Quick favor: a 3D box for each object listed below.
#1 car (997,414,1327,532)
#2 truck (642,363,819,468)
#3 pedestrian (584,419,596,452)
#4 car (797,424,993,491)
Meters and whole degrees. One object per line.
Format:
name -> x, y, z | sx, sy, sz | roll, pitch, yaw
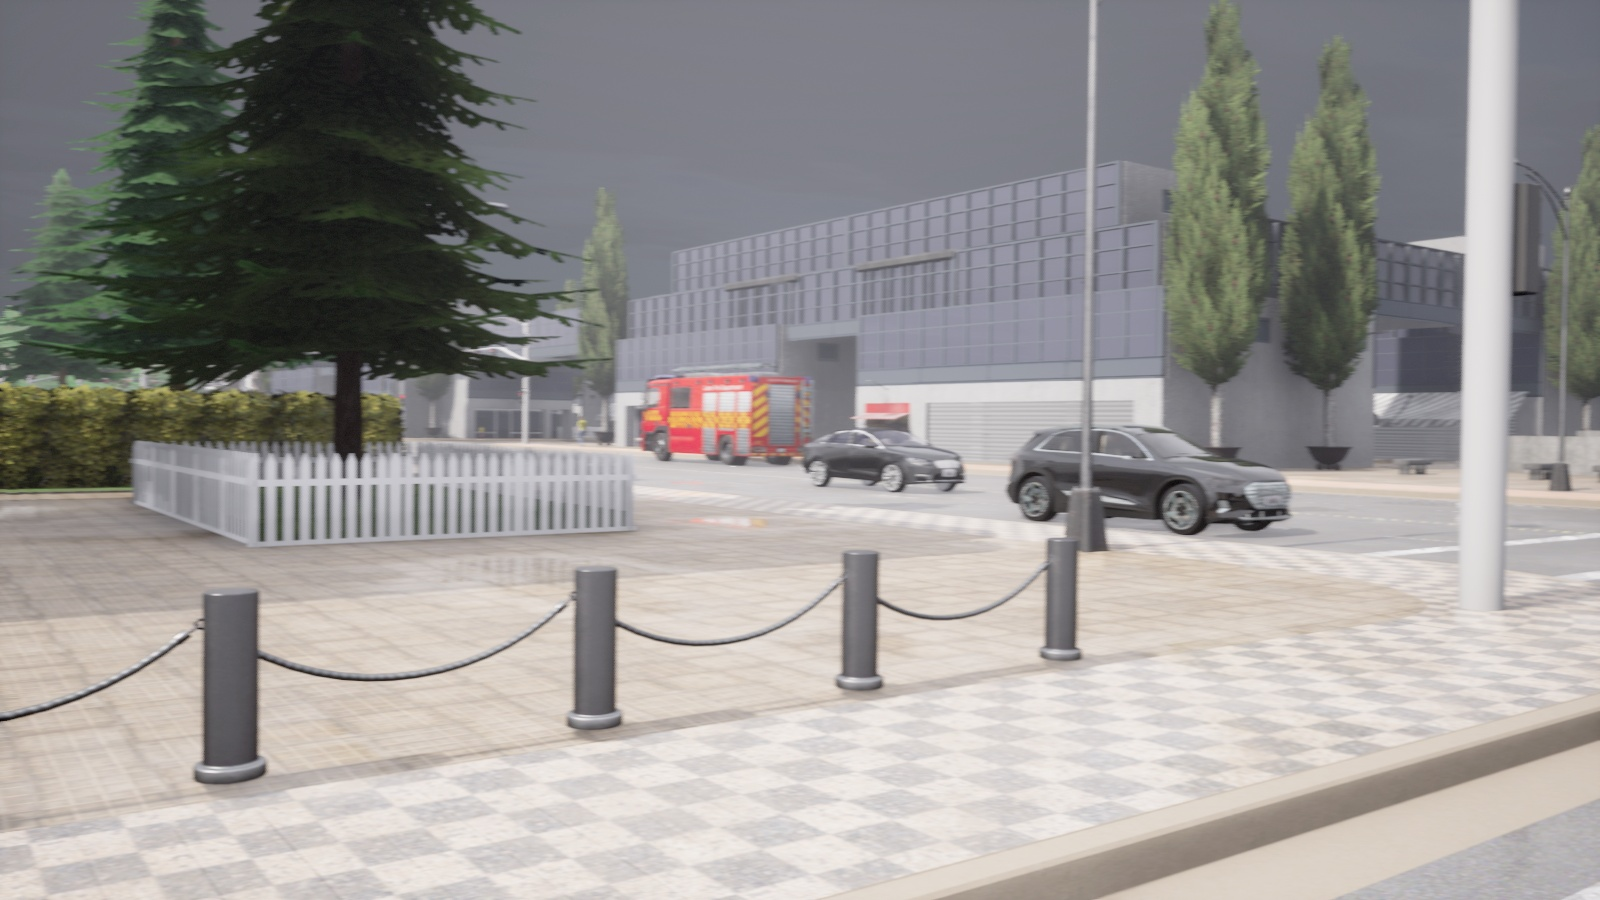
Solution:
car -> 5.624, 0.280, 20.142 | 2.033, 1.649, 4.856 | -1, 1, -36
truck -> -2.950, -1.316, 50.004 | 2.891, 3.827, 8.468 | -1, 1, -36
pedestrian -> -11.927, -0.822, 71.259 | 0.354, 1.836, 0.706 | -1, 1, -38
car -> 2.228, 0.130, 30.857 | 2.128, 1.511, 4.902 | -1, 1, -36
